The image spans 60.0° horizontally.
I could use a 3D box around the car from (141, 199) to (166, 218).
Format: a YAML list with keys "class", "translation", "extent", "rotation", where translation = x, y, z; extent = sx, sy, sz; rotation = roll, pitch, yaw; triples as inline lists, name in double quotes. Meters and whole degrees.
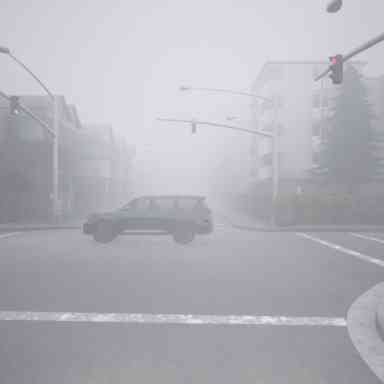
- class: "car"
  translation: [-3.579, 1.501, 31.734]
  extent: [1.837, 1.490, 4.892]
  rotation: [0, 0, 0]

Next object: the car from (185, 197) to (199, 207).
- class: "car"
  translation: [0.008, 1.542, 53.495]
  extent: [2.033, 1.411, 5.357]
  rotation: [0, 0, 0]

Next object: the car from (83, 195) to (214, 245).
- class: "car"
  translation: [-1.838, 1.139, 14.664]
  extent: [5.566, 2.045, 2.150]
  rotation: [1, 0, 0]

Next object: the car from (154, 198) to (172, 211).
- class: "car"
  translation: [-3.573, 1.500, 41.822]
  extent: [1.837, 1.490, 4.892]
  rotation: [0, 0, 1]
